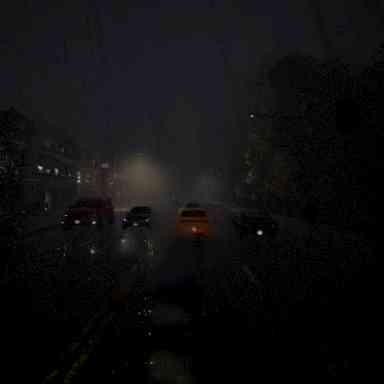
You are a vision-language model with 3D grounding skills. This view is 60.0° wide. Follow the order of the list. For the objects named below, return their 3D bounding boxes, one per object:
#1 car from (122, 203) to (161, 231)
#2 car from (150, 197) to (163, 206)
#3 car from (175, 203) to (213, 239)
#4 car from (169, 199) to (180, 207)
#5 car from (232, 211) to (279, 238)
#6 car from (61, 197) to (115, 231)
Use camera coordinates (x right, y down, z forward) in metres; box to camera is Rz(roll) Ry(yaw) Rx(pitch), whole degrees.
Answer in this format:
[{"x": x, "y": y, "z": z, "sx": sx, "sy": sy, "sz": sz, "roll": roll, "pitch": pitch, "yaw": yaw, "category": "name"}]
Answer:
[{"x": -3.354, "y": 1.674, "z": 22.103, "sx": 1.812, "sy": 1.442, "sz": 4.674, "roll": 0, "pitch": 0, "yaw": 0, "category": "car"}, {"x": -6.545, "y": 1.764, "z": 62.083, "sx": 2.097, "sy": 1.767, "sz": 4.553, "roll": 0, "pitch": 0, "yaw": 1, "category": "car"}, {"x": 0.096, "y": 1.599, "z": 18.010, "sx": 1.882, "sy": 1.535, "sz": 5.008, "roll": 0, "pitch": 0, "yaw": 0, "category": "car"}, {"x": -3.281, "y": 1.961, "z": 62.423, "sx": 2.033, "sy": 1.411, "sz": 5.357, "roll": 0, "pitch": 0, "yaw": 1, "category": "car"}, {"x": 3.345, "y": 1.726, "z": 18.600, "sx": 1.895, "sy": 1.301, "sz": 4.718, "roll": 0, "pitch": 0, "yaw": 0, "category": "car"}, {"x": -6.604, "y": 1.367, "z": 21.895, "sx": 2.150, "sy": 2.045, "sz": 5.566, "roll": 0, "pitch": 0, "yaw": 0, "category": "car"}]
